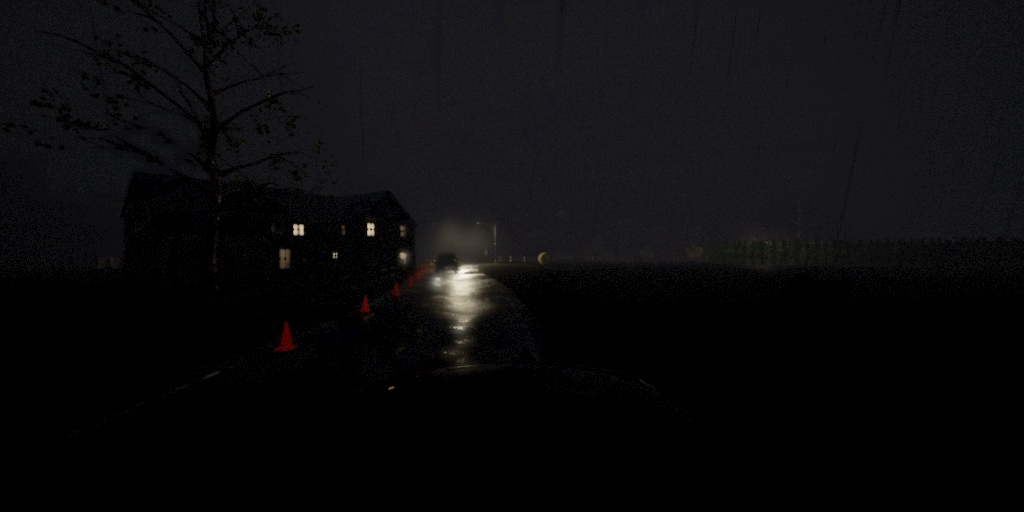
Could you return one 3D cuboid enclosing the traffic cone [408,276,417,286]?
[{"bbox_3d":[-6.245,1.540,22.266,0.340,0.580,0.340,0,0,-9],"label":"traffic cone"}]

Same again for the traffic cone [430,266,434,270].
[{"bbox_3d":[-9.666,1.383,42.025,0.340,0.580,0.340,0,0,-7],"label":"traffic cone"}]

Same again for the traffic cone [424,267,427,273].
[{"bbox_3d":[-8.034,1.463,31.989,0.340,0.580,0.340,0,0,-11],"label":"traffic cone"}]

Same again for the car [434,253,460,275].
[{"bbox_3d":[-6.380,0.694,35.225,2.150,2.045,5.566,0,1,-10],"label":"car"}]

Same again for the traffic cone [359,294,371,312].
[{"bbox_3d":[-5.101,1.623,12.500,0.340,0.580,0.340,0,0,-5],"label":"traffic cone"}]

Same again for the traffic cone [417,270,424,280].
[{"bbox_3d":[-7.062,1.501,27.114,0.340,0.580,0.340,0,0,-11],"label":"traffic cone"}]

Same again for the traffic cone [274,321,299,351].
[{"bbox_3d":[-4.775,1.666,7.595,0.340,0.580,0.340,0,0,-3],"label":"traffic cone"}]

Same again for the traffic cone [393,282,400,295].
[{"bbox_3d":[-5.591,1.581,17.392,0.340,0.580,0.340,0,0,-7],"label":"traffic cone"}]
